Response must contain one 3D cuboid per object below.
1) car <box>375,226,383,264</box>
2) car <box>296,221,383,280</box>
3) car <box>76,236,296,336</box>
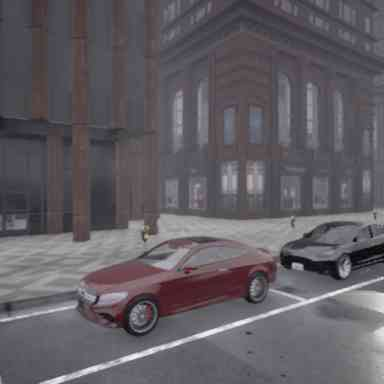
[{"bbox_3d":[6.550,1.549,8.050,4.181,1.385,1.994,0,0,-35],"label":"car"},{"bbox_3d":[4.507,1.552,9.865,4.313,1.339,1.947,0,0,-35],"label":"car"},{"bbox_3d":[-0.082,1.576,6.592,4.206,1.307,1.802,0,0,-35],"label":"car"}]
